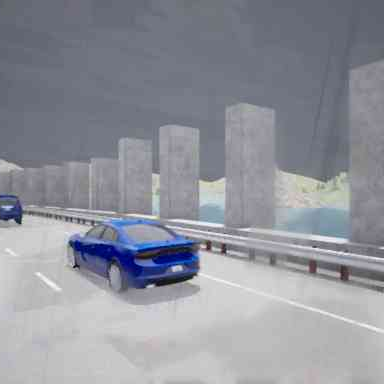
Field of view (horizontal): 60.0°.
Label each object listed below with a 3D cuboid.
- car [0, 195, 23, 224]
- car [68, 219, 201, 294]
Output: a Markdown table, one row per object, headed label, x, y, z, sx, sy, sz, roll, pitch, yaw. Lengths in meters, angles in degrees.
| label | x | y | z | sx | sy | sz | roll | pitch | yaw |
| --- | --- | --- | --- | --- | --- | --- | --- | --- | --- |
| car | -13.792 | 1.231 | 23.655 | 2.150 | 2.045 | 5.566 | 0 | 0 | -42 |
| car | -1.816 | 1.479 | 9.026 | 1.882 | 1.535 | 5.008 | 0 | 0 | -37 |
